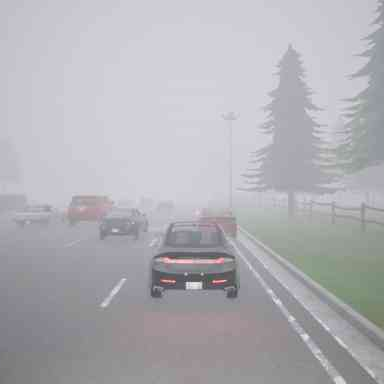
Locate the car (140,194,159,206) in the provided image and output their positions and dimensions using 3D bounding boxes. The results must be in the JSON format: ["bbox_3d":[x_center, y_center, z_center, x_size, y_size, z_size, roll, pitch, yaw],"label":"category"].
[{"bbox_3d":[-6.870,1.492,51.249,2.128,1.511,4.902,0,0,0],"label":"car"}]

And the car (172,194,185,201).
[{"bbox_3d":[-3.447,1.540,86.921,2.033,1.411,5.357,0,0,0],"label":"car"}]

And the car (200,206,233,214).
[{"bbox_3d":[1.236,1.478,17.821,1.882,1.535,5.008,0,0,0],"label":"car"}]

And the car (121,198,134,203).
[{"bbox_3d":[-10.368,1.601,52.071,1.895,1.301,4.718,0,0,0],"label":"car"}]

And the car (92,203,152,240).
[{"bbox_3d":[-3.403,1.526,17.030,1.812,1.442,4.674,0,0,0],"label":"car"}]

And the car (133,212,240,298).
[{"bbox_3d":[0.057,1.492,8.480,2.128,1.511,4.902,0,0,0],"label":"car"}]

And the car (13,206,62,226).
[{"bbox_3d":[-10.386,1.601,23.300,1.895,1.301,4.718,0,0,0],"label":"car"}]

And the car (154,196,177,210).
[{"bbox_3d":[-3.375,1.601,43.039,1.895,1.301,4.718,0,0,0],"label":"car"}]

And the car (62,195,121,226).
[{"bbox_3d":[-6.885,1.221,23.474,2.150,2.045,5.566,0,0,0],"label":"car"}]
